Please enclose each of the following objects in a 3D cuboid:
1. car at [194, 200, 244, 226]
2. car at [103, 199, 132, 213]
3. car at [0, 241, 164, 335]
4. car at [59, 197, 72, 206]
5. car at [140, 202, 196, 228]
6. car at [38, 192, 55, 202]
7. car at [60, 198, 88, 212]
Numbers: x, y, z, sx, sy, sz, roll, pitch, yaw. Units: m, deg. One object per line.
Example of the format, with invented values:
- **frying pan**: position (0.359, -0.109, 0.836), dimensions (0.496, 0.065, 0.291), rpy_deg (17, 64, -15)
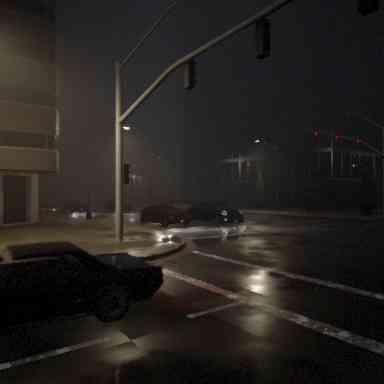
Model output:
- **car**: position (1.628, 1.407, 24.377), dimensions (2.097, 1.767, 4.553), rpy_deg (0, 0, -38)
- **car**: position (-8.596, 1.533, 38.201), dimensions (1.882, 1.535, 5.008), rpy_deg (0, 0, -36)
- **car**: position (-2.980, 1.601, 5.734), dimensions (4.718, 1.301, 1.895), rpy_deg (0, 0, -33)
- **car**: position (-20.350, 1.556, 54.422), dimensions (2.128, 1.511, 4.902), rpy_deg (0, 0, -36)
- **car**: position (-2.012, 1.582, 23.307), dimensions (1.812, 1.442, 4.674), rpy_deg (0, 0, -36)
- **car**: position (-23.171, 0.998, 52.351), dimensions (2.150, 2.045, 5.566), rpy_deg (0, 0, -36)
- **car**: position (-13.672, 1.656, 39.213), dimensions (1.895, 1.301, 4.718), rpy_deg (0, 0, -36)
